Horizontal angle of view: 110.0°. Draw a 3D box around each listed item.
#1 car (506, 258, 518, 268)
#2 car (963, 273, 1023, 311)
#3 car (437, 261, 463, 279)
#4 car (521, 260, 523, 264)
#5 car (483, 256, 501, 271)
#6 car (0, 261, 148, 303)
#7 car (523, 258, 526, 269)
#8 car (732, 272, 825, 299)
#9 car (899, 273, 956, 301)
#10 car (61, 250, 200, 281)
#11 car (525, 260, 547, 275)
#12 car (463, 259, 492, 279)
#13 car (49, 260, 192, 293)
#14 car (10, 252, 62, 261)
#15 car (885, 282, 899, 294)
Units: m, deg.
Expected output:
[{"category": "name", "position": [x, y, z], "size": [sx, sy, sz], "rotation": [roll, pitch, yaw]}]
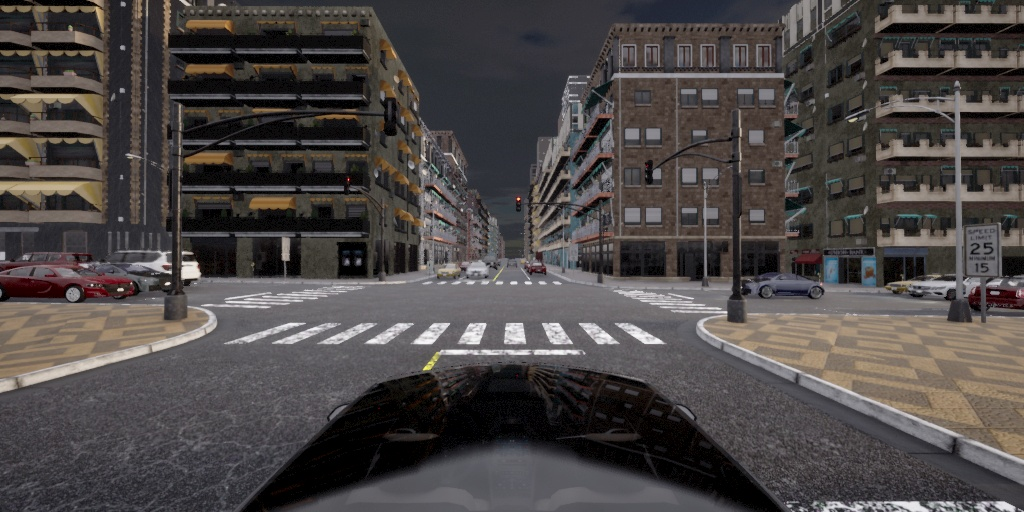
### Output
[{"category": "car", "position": [0.014, 1.261, 63.793], "size": [2.128, 1.511, 4.902], "rotation": [0, 0, 0]}, {"category": "car", "position": [20.837, 1.501, 14.030], "size": [4.097, 1.591, 1.967], "rotation": [0, 0, 0]}, {"category": "car", "position": [-5.683, 1.283, 32.686], "size": [1.751, 1.417, 4.829], "rotation": [0, 0, 0]}, {"category": "car", "position": [2.702, 1.348, 54.934], "size": [1.802, 1.307, 4.207], "rotation": [0, 0, 0]}, {"category": "car", "position": [-3.085, 0.986, 49.912], "size": [2.150, 2.045, 5.566], "rotation": [0, 0, 0]}, {"category": "car", "position": [-17.260, 1.012, 13.716], "size": [4.507, 1.381, 1.888], "rotation": [0, 0, 0]}, {"category": "car", "position": [2.700, 1.201, 43.888], "size": [1.967, 1.591, 4.097], "rotation": [0, 0, 0]}, {"category": "car", "position": [14.573, 1.584, 19.748], "size": [4.181, 1.385, 1.994], "rotation": [1, -1, -1]}, {"category": "car", "position": [24.837, 1.706, 19.822], "size": [4.674, 1.442, 1.812], "rotation": [1, -1, 0]}, {"category": "car", "position": [-20.170, 0.701, 19.405], "size": [5.566, 2.045, 2.150], "rotation": [1, -1, 1]}, {"category": "car", "position": [2.699, 1.305, 38.364], "size": [1.888, 1.381, 4.507], "rotation": [0, 0, 0]}, {"category": "car", "position": [-3.064, 1.284, 32.442], "size": [1.812, 1.442, 4.674], "rotation": [0, 0, -1]}, {"category": "car", "position": [-17.674, 1.050, 16.307], "size": [4.181, 1.385, 1.994], "rotation": [1, -1, -1]}, {"category": "car", "position": [-28.642, 0.687, 22.013], "size": [5.009, 1.841, 2.192], "rotation": [0, 0, 0]}, {"category": "car", "position": [26.251, 1.756, 22.384], "size": [4.829, 1.417, 1.751], "rotation": [0, 0, 0]}]
